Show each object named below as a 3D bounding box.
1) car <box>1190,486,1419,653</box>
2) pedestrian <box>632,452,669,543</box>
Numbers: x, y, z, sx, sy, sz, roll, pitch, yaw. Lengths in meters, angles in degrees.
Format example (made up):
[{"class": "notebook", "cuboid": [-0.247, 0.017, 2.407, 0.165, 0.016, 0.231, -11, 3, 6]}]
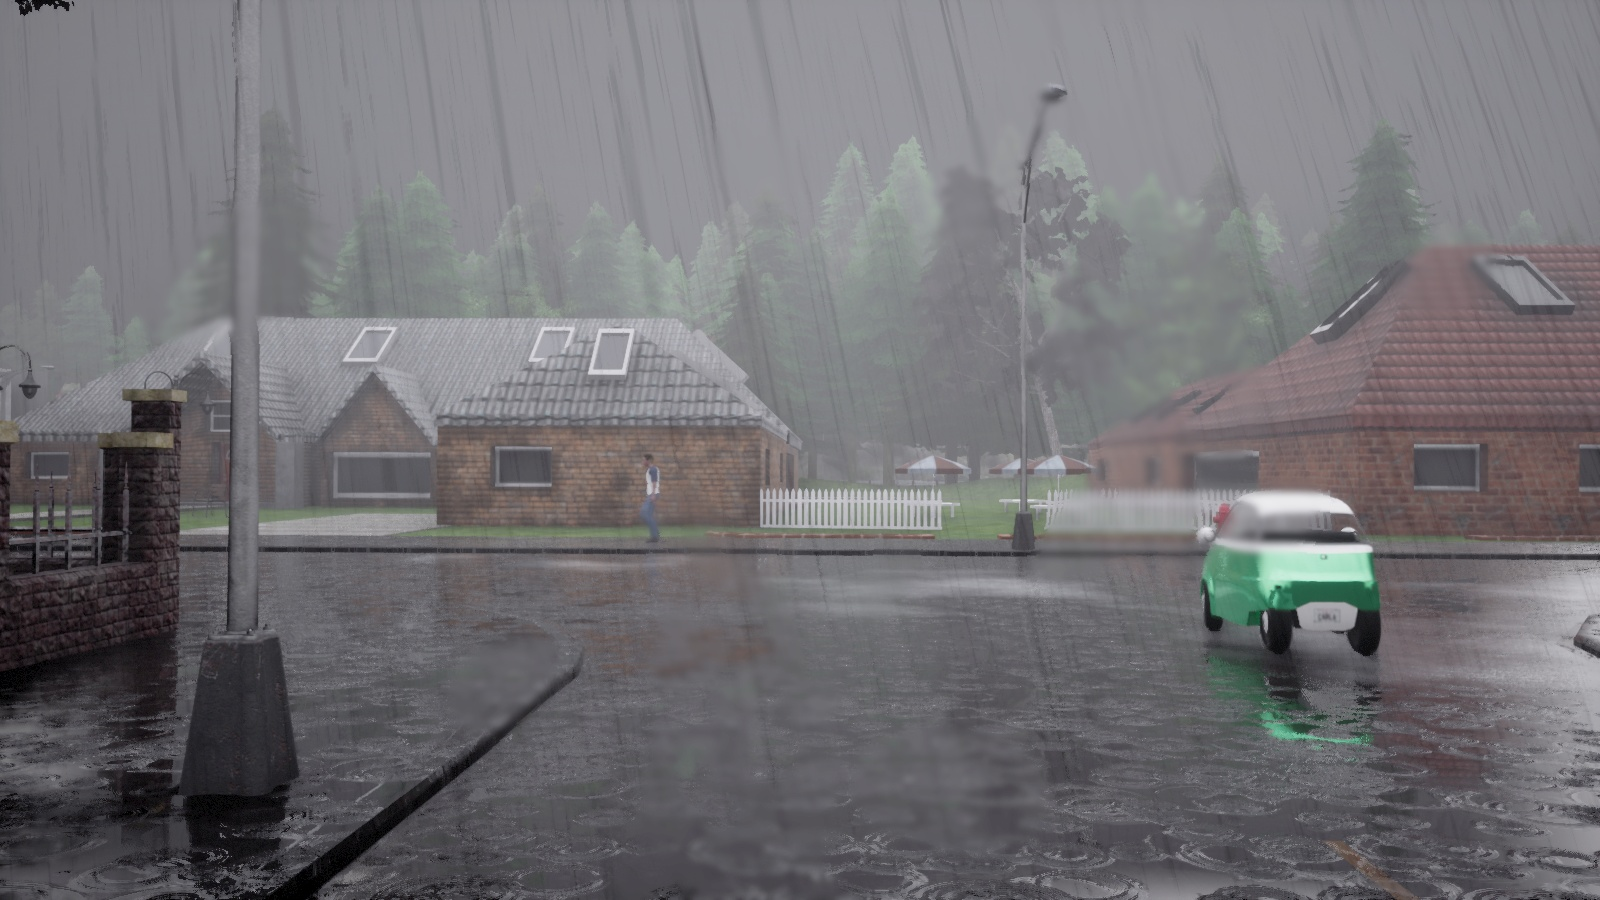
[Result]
[{"class": "car", "cuboid": [4.631, 1.048, 11.791, 1.481, 1.376, 2.207, -1, -1, 8]}, {"class": "pedestrian", "cuboid": [-3.030, 0.962, 25.463, 0.706, 1.836, 0.354, 0, -1, 1]}]
